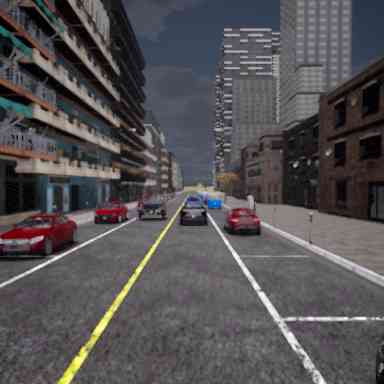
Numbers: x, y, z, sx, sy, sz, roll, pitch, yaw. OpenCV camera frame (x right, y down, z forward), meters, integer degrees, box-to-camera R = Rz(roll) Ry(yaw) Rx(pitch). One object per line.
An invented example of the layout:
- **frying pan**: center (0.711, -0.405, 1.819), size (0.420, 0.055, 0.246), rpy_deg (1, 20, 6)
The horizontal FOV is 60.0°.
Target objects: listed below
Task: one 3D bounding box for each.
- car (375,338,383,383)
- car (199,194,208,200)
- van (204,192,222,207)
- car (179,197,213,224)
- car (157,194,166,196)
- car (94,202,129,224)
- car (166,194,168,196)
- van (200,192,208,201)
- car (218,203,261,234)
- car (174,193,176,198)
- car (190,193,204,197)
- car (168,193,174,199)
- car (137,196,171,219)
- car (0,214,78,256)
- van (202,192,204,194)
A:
- **car**: center (2.682, 1.543, 1.642), size (2.008, 1.369, 4.403), rpy_deg (-1, 0, 0)
- **car**: center (2.712, 1.157, 79.763), size (1.947, 1.339, 4.313), rpy_deg (-1, 0, 0)
- **van**: center (2.691, 1.144, 40.700), size (1.690, 1.788, 3.998), rpy_deg (-1, 0, 0)
- **car**: center (0.111, 1.378, 23.878), size (2.128, 1.511, 4.902), rpy_deg (0, 0, 0)
- **car**: center (-5.681, 1.297, 51.823), size (2.008, 1.369, 4.403), rpy_deg (-1, 0, 0)
- **car**: center (-5.693, 1.432, 23.920), size (1.887, 1.381, 4.507), rpy_deg (-1, 0, 0)
- **car**: center (-5.680, 1.157, 57.403), size (1.967, 1.590, 4.097), rpy_deg (-1, 0, 0)
- **van**: center (2.705, 0.964, 74.181), size (1.690, 1.788, 3.998), rpy_deg (-1, 0, 0)
- **car**: center (2.686, 1.496, 18.382), size (1.802, 1.307, 4.206), rpy_deg (-1, 0, 0)
- **car**: center (-5.667, 1.103, 85.305), size (1.887, 1.381, 4.507), rpy_deg (-1, 0, 0)
- **car**: center (0.118, 1.278, 41.297), size (1.882, 1.535, 5.008), rpy_deg (0, 0, 0)
- **car**: center (-5.671, 1.174, 74.144), size (2.008, 1.369, 4.403), rpy_deg (-1, 0, 0)
- **car**: center (-2.989, 1.234, 26.118), size (1.994, 1.385, 4.181), rpy_deg (0, 0, 0)
- **car**: center (-5.697, 1.523, 12.760), size (1.802, 1.307, 4.206), rpy_deg (-1, 0, 0)
- **van**: center (2.701, 1.027, 63.021), size (1.690, 1.788, 3.998), rpy_deg (-1, 0, 0)
